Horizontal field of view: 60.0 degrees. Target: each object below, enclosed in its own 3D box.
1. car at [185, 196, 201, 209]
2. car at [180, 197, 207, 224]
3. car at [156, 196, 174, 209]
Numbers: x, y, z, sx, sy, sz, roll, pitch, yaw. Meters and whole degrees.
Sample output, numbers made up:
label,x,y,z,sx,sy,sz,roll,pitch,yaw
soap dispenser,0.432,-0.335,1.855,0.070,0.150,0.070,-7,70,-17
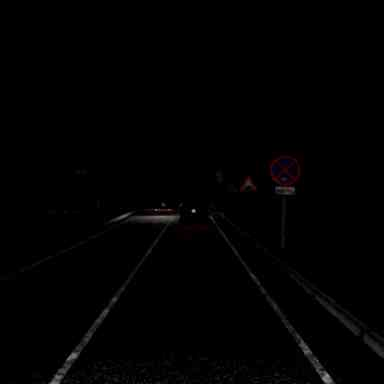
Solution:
label,x,y,z,sx,sy,sz,roll,pitch,yaw
car,0.119,1.269,41.800,1.994,1.385,4.181,0,1,0
car,0.110,1.353,24.399,2.033,1.649,4.856,0,0,0
car,-3.245,1.218,40.279,2.128,1.511,4.902,0,1,0
